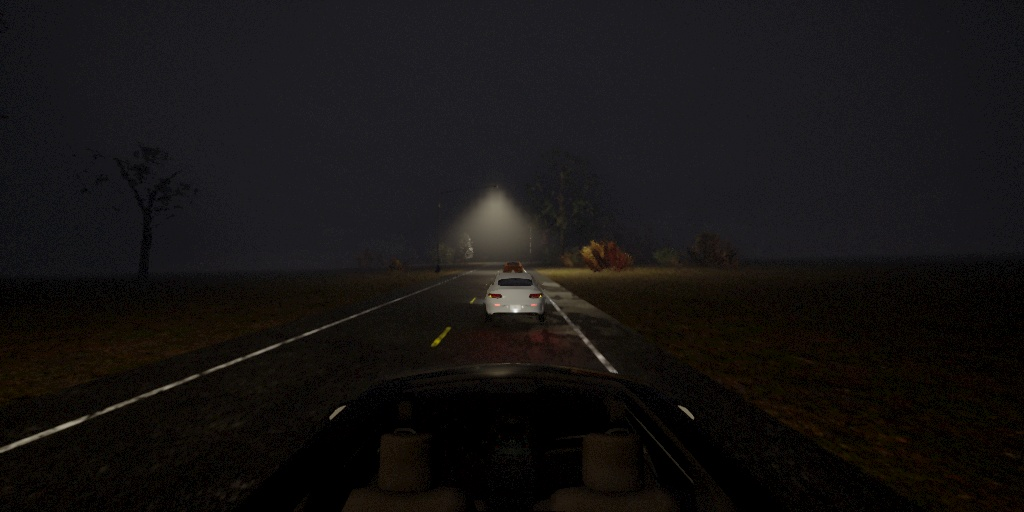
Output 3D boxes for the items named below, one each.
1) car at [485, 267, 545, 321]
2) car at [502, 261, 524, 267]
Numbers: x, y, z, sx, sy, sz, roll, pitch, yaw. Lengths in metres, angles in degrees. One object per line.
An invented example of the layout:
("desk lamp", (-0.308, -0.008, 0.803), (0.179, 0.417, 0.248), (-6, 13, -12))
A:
("car", (0.101, 1.280, 12.350), (1.812, 1.442, 4.674), (0, 0, 0))
("car", (0.101, 1.244, 34.968), (1.882, 1.535, 5.008), (0, 0, 0))
